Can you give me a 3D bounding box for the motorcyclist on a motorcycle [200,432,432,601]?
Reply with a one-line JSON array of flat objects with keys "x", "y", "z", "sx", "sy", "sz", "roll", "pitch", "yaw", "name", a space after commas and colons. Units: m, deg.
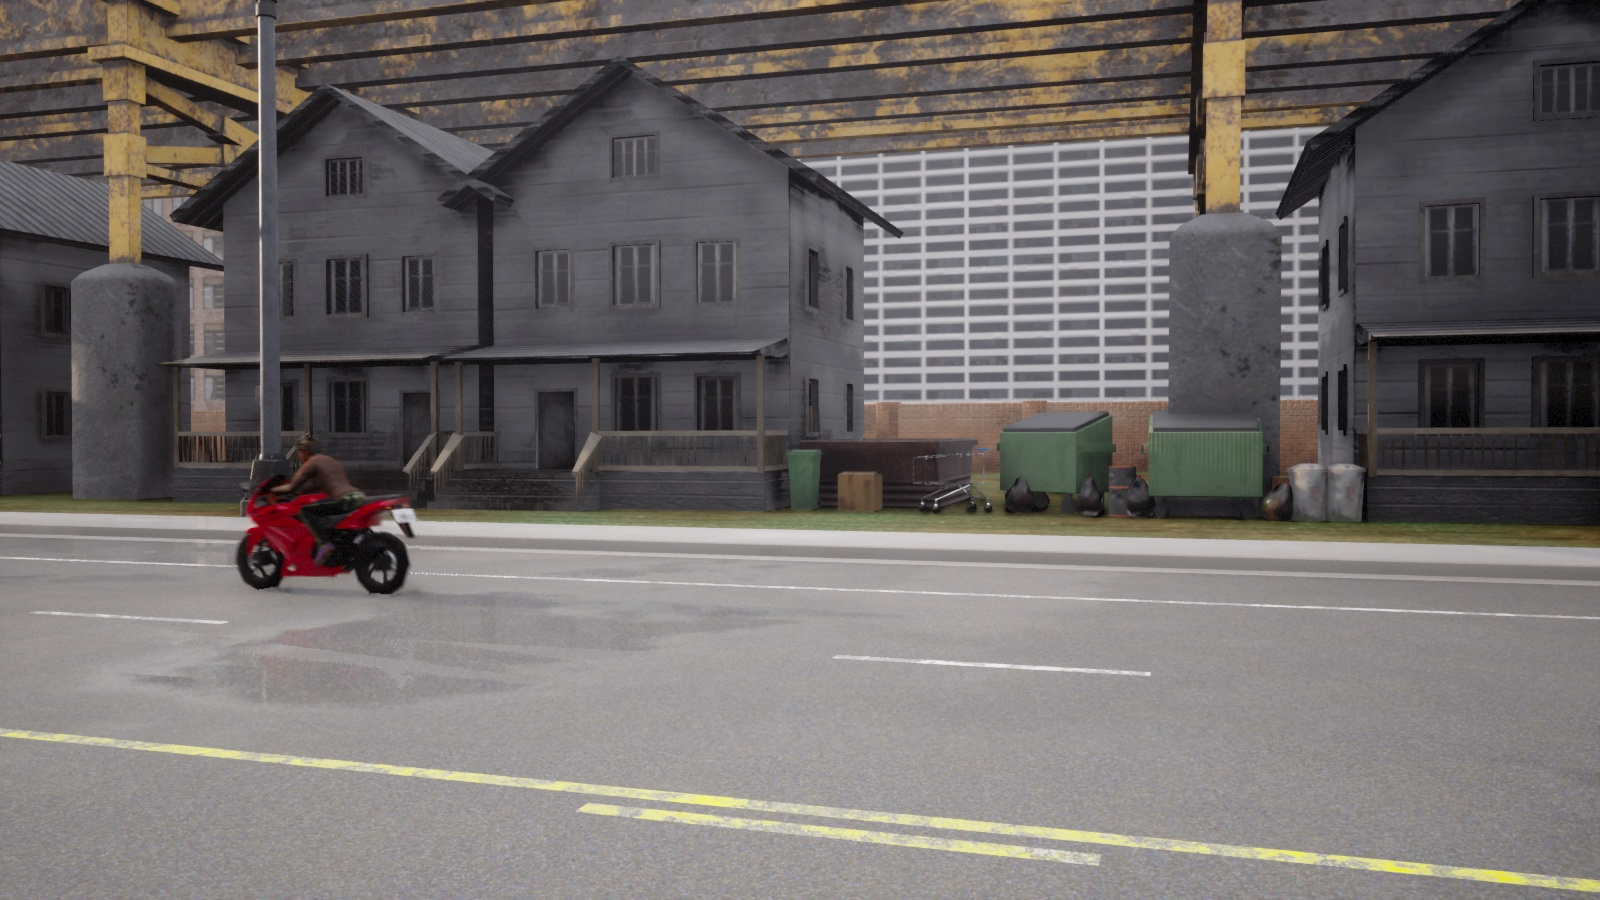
[{"x": -4.662, "y": 0.597, "z": 12.105, "sx": 2.044, "sy": 1.523, "sz": 0.797, "roll": 1, "pitch": 1, "yaw": 18, "name": "motorcyclist on a motorcycle"}]
